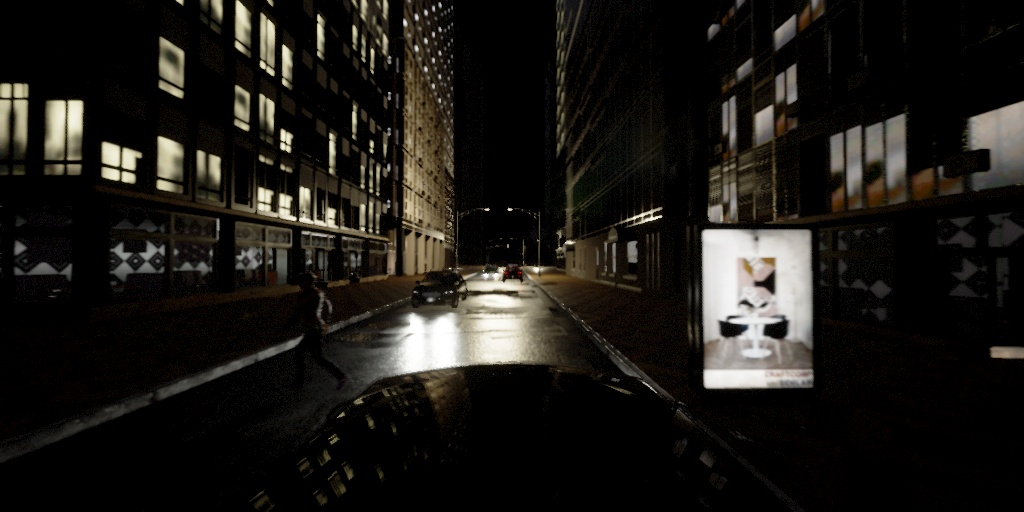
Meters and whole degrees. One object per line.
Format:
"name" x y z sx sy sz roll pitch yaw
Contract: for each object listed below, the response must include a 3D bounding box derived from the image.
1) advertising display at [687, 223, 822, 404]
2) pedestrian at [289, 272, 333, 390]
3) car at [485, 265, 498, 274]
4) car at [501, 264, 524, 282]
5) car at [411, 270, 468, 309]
"advertising display" 3.133 0.812 4.652 1.540 2.440 0.280 0 0 0
"pedestrian" -3.012 1.088 5.395 0.375 1.860 0.375 0 -1 -5
"car" -3.126 2.007 54.530 1.895 1.301 4.718 0 -1 0
"car" 0.075 1.677 33.896 1.812 1.442 4.674 0 -1 0
"car" -3.116 1.419 16.125 2.128 1.511 4.902 0 0 0
